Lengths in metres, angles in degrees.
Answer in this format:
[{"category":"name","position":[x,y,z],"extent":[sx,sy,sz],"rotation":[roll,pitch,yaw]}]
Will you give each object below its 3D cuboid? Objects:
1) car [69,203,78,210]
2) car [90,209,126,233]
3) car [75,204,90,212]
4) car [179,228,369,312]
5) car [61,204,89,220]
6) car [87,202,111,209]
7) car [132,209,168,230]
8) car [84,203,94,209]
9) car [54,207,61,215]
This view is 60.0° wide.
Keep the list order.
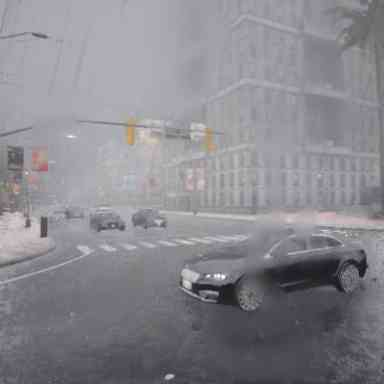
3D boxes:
[{"category":"car","position":[-31.841,3.882,89.541],"extent":[1.882,1.535,5.008],"rotation":[0,-1,-13]},{"category":"car","position":[-6.410,2.233,25.110],"extent":[1.994,1.385,4.181],"rotation":[0,-1,-27]},{"category":"car","position":[-19.361,2.778,58.615],"extent":[1.812,1.442,4.674],"rotation":[0,-2,-27]},{"category":"car","position":[2.086,1.668,8.067],"extent":[4.902,1.511,2.128],"rotation":[0,-2,-27]},{"category":"car","position":[-14.698,2.639,41.601],"extent":[2.128,1.511,4.902],"rotation":[0,-1,-27]},{"category":"car","position":[-12.208,2.410,44.442],"extent":[2.150,2.045,5.566],"rotation":[0,-1,-27]},{"category":"car","position":[-3.506,2.176,27.144],"extent":[2.128,1.511,4.902],"rotation":[0,-1,-25]},{"category":"car","position":[-28.042,3.815,90.736],"extent":[1.812,1.442,4.674],"rotation":[0,-2,-27]},{"category":"car","position":[-22.453,3.202,56.975],"extent":[1.895,1.301,4.718],"rotation":[0,-2,-27]}]
